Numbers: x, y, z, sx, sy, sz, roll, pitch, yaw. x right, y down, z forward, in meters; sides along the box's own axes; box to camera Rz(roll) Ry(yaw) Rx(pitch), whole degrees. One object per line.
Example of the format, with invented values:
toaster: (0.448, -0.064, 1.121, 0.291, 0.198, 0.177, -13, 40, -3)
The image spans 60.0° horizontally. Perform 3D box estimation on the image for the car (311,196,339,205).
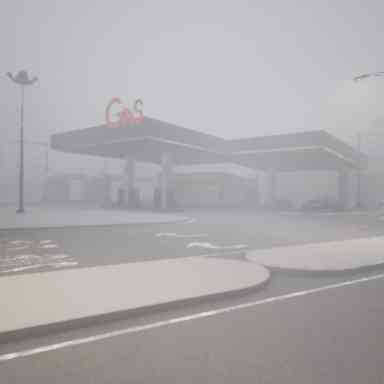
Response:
car: (25.606, 1.597, 64.389, 1.837, 1.490, 4.892, 1, 0, -32)

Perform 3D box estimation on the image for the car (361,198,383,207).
car: (30.934, 1.734, 55.956, 1.812, 1.442, 4.674, 1, 0, -32)

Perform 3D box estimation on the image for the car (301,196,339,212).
car: (14.490, 1.343, 37.483, 4.611, 1.667, 2.242, 1, 0, -31)

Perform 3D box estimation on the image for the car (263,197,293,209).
car: (10.847, 1.433, 41.993, 3.806, 1.475, 1.970, 1, 0, -31)
